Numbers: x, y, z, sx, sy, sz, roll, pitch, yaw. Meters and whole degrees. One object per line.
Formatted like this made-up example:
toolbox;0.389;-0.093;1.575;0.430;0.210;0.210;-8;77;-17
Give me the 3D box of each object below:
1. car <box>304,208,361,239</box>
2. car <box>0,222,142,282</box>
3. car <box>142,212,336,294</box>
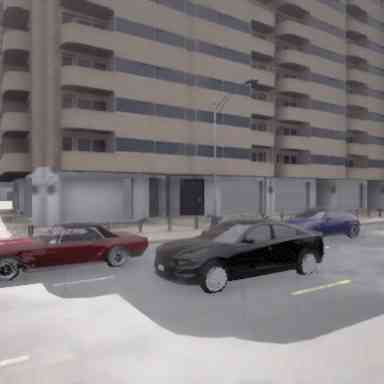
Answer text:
car;6.158;1.506;15.953;4.674;1.442;1.812;0;0;-31
car;-3.790;1.595;9.821;4.718;1.301;1.895;0;0;-32
car;1.416;1.468;8.940;5.008;1.535;1.882;0;0;-32
